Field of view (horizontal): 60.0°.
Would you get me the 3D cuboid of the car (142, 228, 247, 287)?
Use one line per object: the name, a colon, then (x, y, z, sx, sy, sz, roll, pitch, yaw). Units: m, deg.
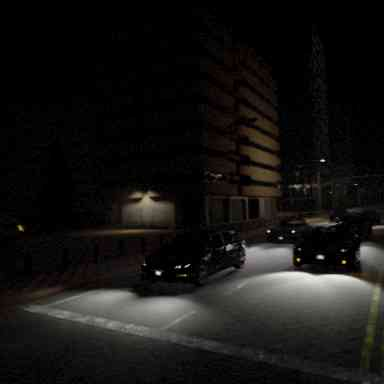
car: (0.308, 2.051, 11.299, 1.837, 1.490, 4.892, -4, -3, 31)

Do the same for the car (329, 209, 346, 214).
car: (17.859, 2.823, 40.077, 1.837, 1.490, 4.892, -4, -4, 32)

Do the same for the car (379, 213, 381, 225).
car: (17.659, 2.517, 33.101, 1.812, 1.442, 4.674, -4, -3, 31)

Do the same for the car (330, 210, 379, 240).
car: (10.502, 2.170, 21.369, 2.128, 1.511, 4.902, -4, -3, 31)

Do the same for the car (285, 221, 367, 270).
car: (5.266, 2.009, 12.729, 1.994, 1.385, 4.181, -4, -3, 31)

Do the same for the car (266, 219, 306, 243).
car: (6.258, 2.410, 21.096, 1.895, 1.301, 4.718, -4, -3, 31)
